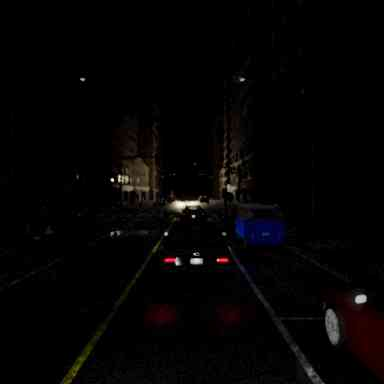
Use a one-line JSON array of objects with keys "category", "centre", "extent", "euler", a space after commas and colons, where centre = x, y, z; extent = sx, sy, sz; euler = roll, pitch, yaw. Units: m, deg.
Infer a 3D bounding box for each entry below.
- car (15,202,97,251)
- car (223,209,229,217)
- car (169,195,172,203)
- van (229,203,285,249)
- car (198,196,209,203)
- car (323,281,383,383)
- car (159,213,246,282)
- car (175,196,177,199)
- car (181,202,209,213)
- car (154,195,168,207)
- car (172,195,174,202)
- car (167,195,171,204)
[{"category": "car", "centre": [-5.672, 1.383, 14.654], "extent": [2.192, 1.841, 5.009], "euler": [0, 0, 0]}, {"category": "car", "centre": [2.852, 1.658, 20.355], "extent": [1.947, 1.339, 4.313], "euler": [0, 0, 0]}, {"category": "car", "centre": [-5.684, 1.835, 69.243], "extent": [1.887, 1.381, 4.507], "euler": [0, 0, 0]}, {"category": "van", "centre": [2.852, 1.409, 14.696], "extent": [1.690, 1.788, 3.998], "euler": [0, 0, 0]}, {"category": "car", "centre": [2.839, 1.756, 74.732], "extent": [1.967, 1.590, 4.097], "euler": [0, 0, 0]}, {"category": "car", "centre": [2.855, 1.561, 3.374], "extent": [1.887, 1.381, 4.507], "euler": [0, 0, 0]}, {"category": "car", "centre": [0.098, 1.595, 9.892], "extent": [2.033, 1.411, 5.357], "euler": [0, 0, 0]}, {"category": "car", "centre": [-5.687, 1.919, 85.595], "extent": [2.008, 1.369, 4.403], "euler": [0, 0, 0]}, {"category": "car", "centre": [0.096, 1.677, 25.285], "extent": [1.994, 1.385, 4.181], "euler": [0, 0, 0]}, {"category": "car", "centre": [-5.682, 1.768, 58.172], "extent": [1.752, 1.417, 4.829], "euler": [0, 0, 0]}, {"category": "car", "centre": [-5.685, 1.860, 74.694], "extent": [1.887, 1.381, 4.507], "euler": [0, 0, 0]}, {"category": "car", "centre": [-5.683, 1.817, 63.792], "extent": [2.008, 1.369, 4.403], "euler": [0, 0, 0]}]
